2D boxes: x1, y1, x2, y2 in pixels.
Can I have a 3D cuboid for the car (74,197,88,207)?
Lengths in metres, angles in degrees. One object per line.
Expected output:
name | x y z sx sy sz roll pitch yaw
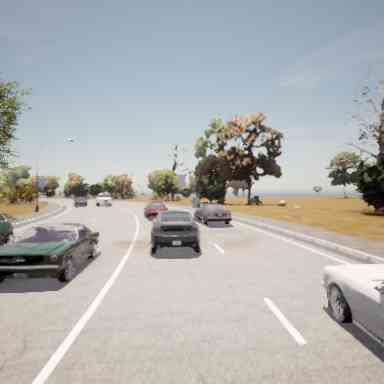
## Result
car | -17.239 1.519 51.612 1.837 1.490 4.892 0 0 -21

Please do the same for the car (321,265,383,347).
car | 3.410 1.594 4.200 1.895 1.301 4.718 0 0 -1

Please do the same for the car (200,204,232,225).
car | 1.425 1.548 24.233 2.033 1.411 5.357 0 0 -9

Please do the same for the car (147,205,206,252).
car | -0.746 1.507 13.869 1.837 1.490 4.892 0 0 -5

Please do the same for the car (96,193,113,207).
car | -13.970 1.235 52.891 2.150 2.045 5.566 0 0 -21

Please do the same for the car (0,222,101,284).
car | -4.074 1.609 9.791 1.895 1.301 4.718 0 0 -4

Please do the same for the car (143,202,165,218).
car | -3.314 1.570 30.192 1.994 1.385 4.181 0 0 -12

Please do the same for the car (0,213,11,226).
car | -7.711 1.366 10.872 2.097 1.767 4.553 0 0 -5
